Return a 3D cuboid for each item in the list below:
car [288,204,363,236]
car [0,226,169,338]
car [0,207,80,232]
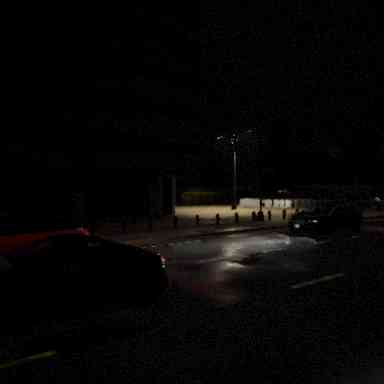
[{"bbox_3d":[7.131,1.382,17.635,4.902,1.511,2.128,0,0,-35],"label":"car"},{"bbox_3d":[-2.550,1.553,6.445,4.181,1.385,1.994,0,0,-35],"label":"car"},{"bbox_3d":[-5.074,1.345,8.946,4.553,1.767,2.097,0,0,-35],"label":"car"}]
